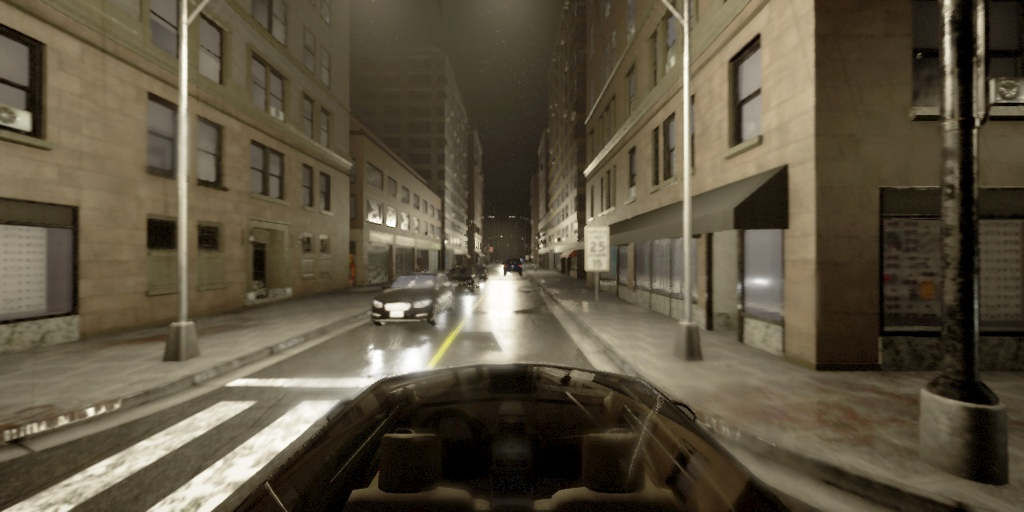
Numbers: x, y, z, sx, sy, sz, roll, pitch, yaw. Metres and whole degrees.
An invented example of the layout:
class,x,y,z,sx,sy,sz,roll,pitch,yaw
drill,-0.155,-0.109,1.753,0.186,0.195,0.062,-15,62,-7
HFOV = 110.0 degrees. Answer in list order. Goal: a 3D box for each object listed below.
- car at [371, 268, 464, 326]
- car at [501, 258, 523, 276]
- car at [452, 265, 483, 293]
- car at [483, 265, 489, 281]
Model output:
class,x,y,z,sx,sy,sz,roll,pitch,yaw
car,-3.094,1.313,12.092,2.128,1.511,4.902,0,0,0
car,0.093,1.242,41.752,2.150,2.045,5.566,0,0,0
car,-3.078,1.396,22.339,1.837,1.490,4.892,0,0,0
car,-3.077,1.507,32.610,2.033,1.411,5.357,0,0,0
